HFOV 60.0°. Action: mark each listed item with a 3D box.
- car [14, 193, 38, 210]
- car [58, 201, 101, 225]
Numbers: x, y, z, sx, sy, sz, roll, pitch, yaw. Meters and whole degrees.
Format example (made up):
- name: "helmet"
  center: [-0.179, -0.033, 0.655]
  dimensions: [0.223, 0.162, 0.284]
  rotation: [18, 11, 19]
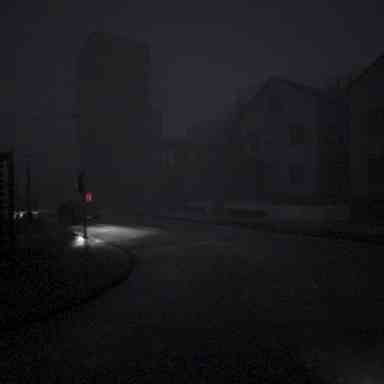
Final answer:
- name: "car"
  center: [-20.676, 1.107, 41.070]
  dimensions: [2.150, 2.045, 5.566]
  rotation: [-1, 1, -36]
- name: "car"
  center: [-7.970, 1.370, 23.292]
  dimensions: [2.128, 1.511, 4.902]
  rotation: [-1, 1, -36]
